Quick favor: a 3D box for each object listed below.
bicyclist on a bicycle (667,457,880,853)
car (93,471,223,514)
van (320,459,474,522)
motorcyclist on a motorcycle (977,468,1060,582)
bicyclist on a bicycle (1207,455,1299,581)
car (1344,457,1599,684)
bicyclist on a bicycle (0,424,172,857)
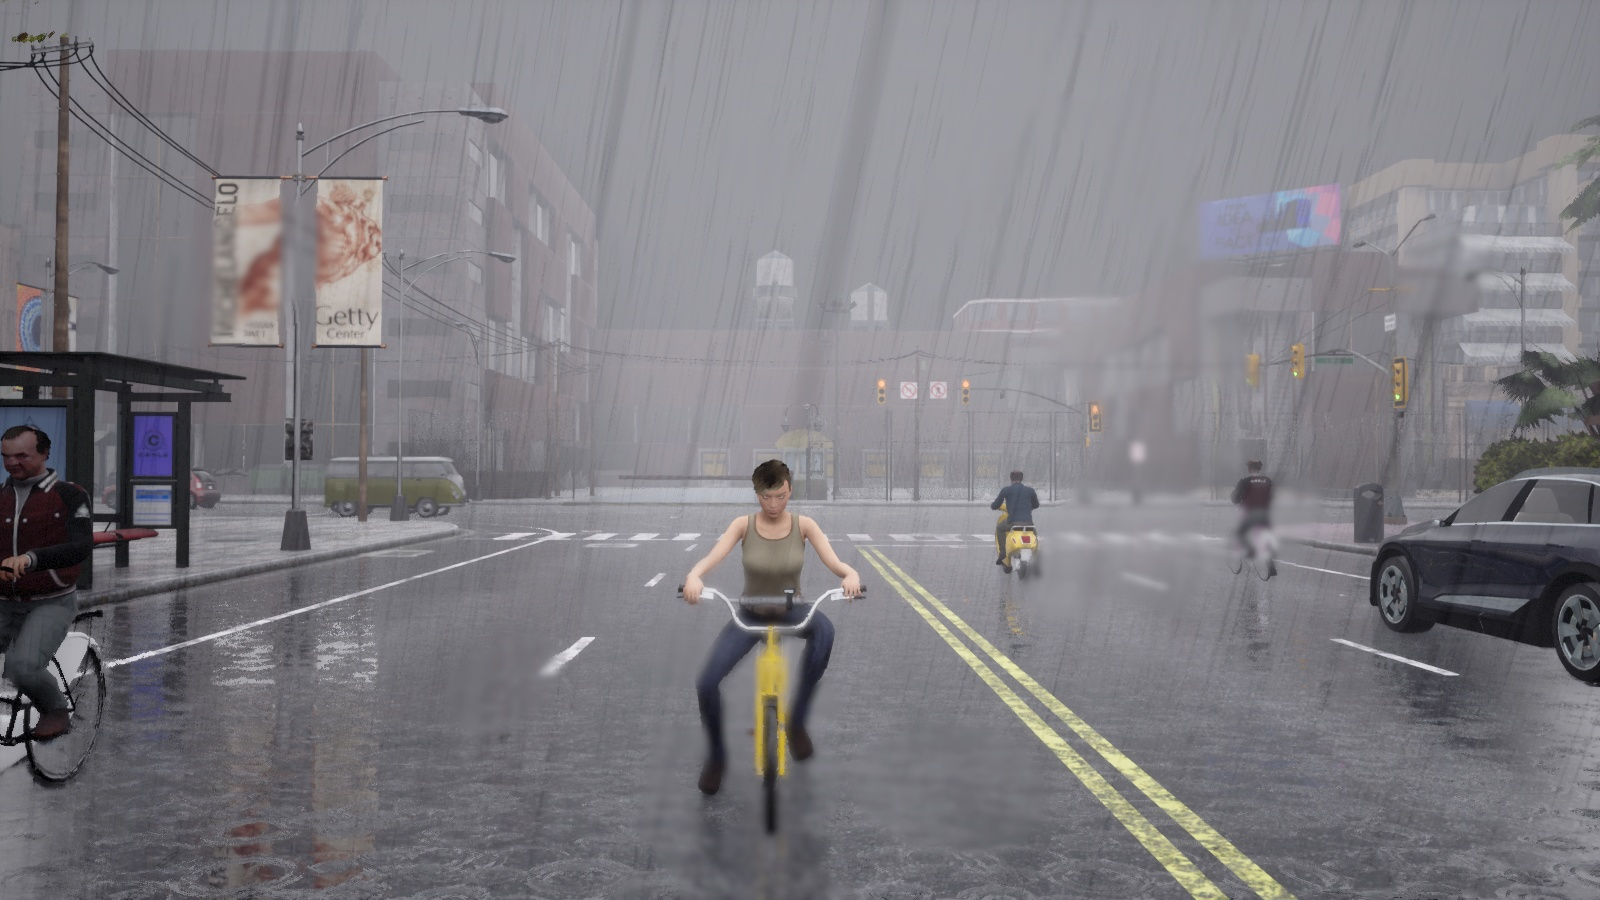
[{"bbox_3d":[-0.120,0.850,5.896,0.866,1.612,1.509,0,-1,-1],"label":"bicyclist on a bicycle"},{"bbox_3d":[-24.483,1.614,47.976,3.988,1.617,1.851,0,-1,0],"label":"car"},{"bbox_3d":[-13.118,1.307,41.040,4.442,1.987,1.775,0,-1,0],"label":"van"},{"bbox_3d":[3.196,1.066,18.522,0.866,1.590,1.817,0,-1,-1],"label":"motorcyclist on a motorcycle"},{"bbox_3d":[6.694,0.971,18.659,0.659,1.776,1.843,0,-1,-1],"label":"bicyclist on a bicycle"},{"bbox_3d":[6.807,0.900,10.865,2.033,1.649,4.856,0,-1,-1],"label":"car"},{"bbox_3d":[-3.621,0.795,5.670,0.659,1.776,1.843,0,-1,-1],"label":"bicyclist on a bicycle"}]
